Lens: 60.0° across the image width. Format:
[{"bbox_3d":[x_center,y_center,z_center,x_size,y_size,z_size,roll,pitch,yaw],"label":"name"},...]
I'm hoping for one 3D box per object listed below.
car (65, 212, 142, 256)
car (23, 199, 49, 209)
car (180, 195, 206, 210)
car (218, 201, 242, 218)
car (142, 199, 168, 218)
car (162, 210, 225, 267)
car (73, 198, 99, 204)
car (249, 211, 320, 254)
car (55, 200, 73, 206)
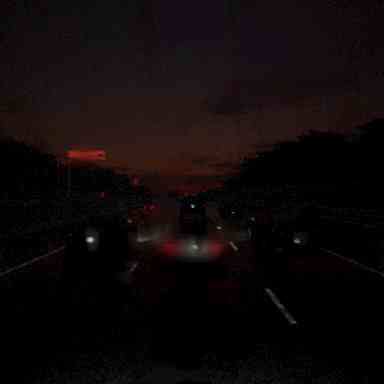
[{"bbox_3d":[-3.428,1.593,13.261,1.994,1.385,4.181,0,0,0],"label":"car"},{"bbox_3d":[-21.095,1.707,45.306,1.812,1.442,4.674,0,0,0],"label":"car"},{"bbox_3d":[0.081,1.319,30.526,2.150,2.045,5.566,0,0,0],"label":"car"},{"bbox_3d":[3.580,1.596,31.470,2.128,1.511,4.902,0,0,0],"label":"car"},{"bbox_3d":[-3.421,1.455,31.234,2.097,1.767,4.553,0,0,0],"label":"car"},{"bbox_3d":[0.061,1.572,11.473,2.033,1.411,5.357,0,0,0],"label":"car"},{"bbox_3d":[-14.099,1.659,45.289,1.882,1.535,5.008,0,0,0],"label":"car"},{"bbox_3d":[3.573,1.508,13.715,1.882,1.535,5.008,0,0,0],"label":"car"},{"bbox_3d":[-17.593,1.753,46.569,1.994,1.385,4.181,0,0,0],"label":"car"}]
